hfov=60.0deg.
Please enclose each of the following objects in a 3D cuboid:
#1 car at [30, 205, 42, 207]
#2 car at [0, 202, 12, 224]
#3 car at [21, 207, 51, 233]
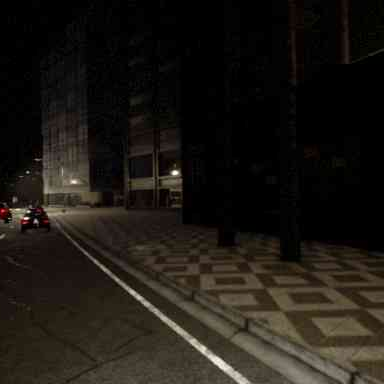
[{"bbox_3d":[-18.633,2.353,39.814,1.837,1.490,4.892,-1,-1,-25],"label":"car"},{"bbox_3d":[-19.052,2.023,32.590,2.150,2.045,5.566,-1,-1,-25],"label":"car"},{"bbox_3d":[-11.247,2.058,24.050,2.033,1.411,5.357,-1,0,-25],"label":"car"}]
